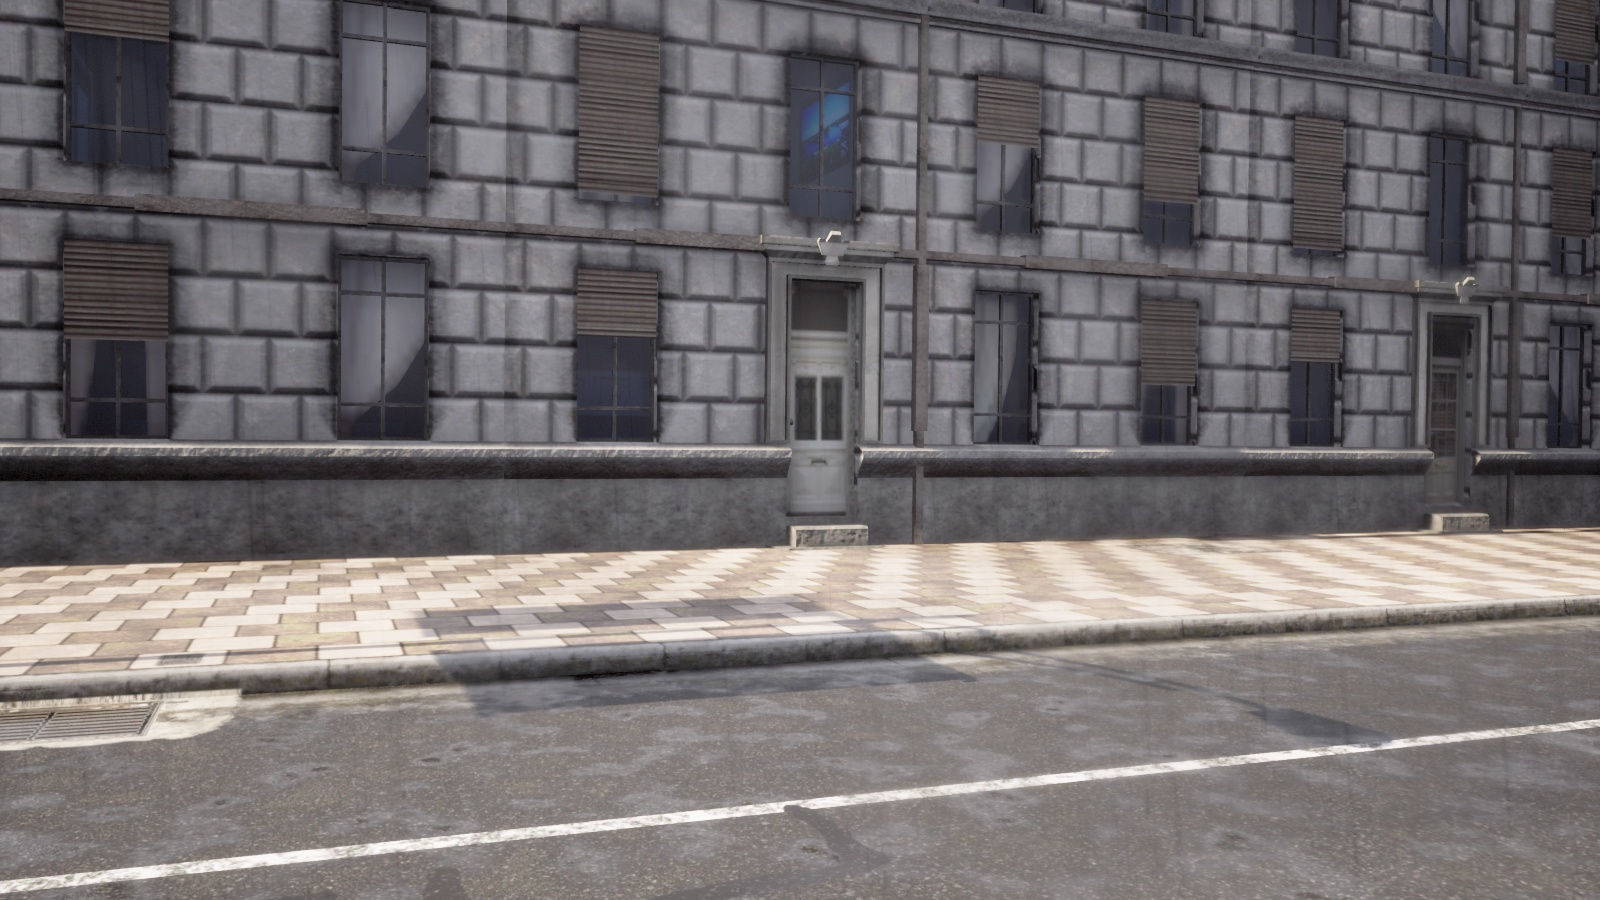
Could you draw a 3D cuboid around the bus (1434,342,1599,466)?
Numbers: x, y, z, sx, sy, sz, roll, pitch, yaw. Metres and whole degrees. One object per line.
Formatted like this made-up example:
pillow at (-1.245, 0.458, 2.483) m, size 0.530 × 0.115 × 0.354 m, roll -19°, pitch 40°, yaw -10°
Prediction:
bus at (28.530, -1.620, 45.093) m, size 3.944 × 4.253 × 10.273 m, roll -1°, pitch 1°, yaw -21°
